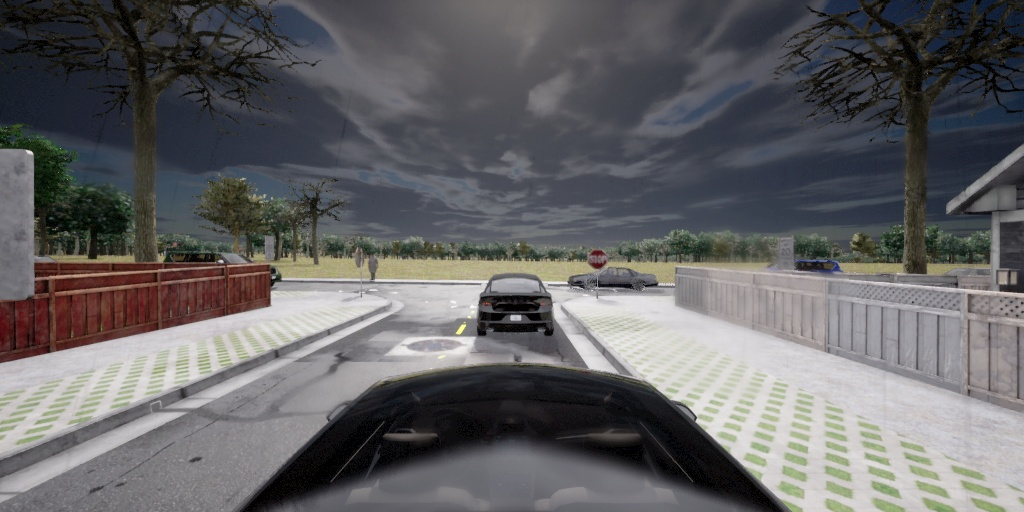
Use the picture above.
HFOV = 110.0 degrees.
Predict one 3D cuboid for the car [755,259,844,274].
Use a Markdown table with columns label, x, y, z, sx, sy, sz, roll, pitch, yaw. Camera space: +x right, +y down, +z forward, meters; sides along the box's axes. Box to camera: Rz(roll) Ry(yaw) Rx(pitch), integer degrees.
| label | x | y | z | sx | sy | sz | roll | pitch | yaw |
| --- | --- | --- | --- | --- | --- | --- | --- | --- | --- |
| car | 17.568 | 1.231 | 22.493 | 5.566 | 2.045 | 2.150 | 1 | 0 | -1 |

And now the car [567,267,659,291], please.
| label | x | y | z | sx | sy | sz | roll | pitch | yaw |
| --- | --- | --- | --- | --- | --- | --- | --- | --- | --- |
| car | 6.223 | 1.395 | 22.372 | 5.357 | 1.411 | 2.033 | 1 | 0 | -1 |

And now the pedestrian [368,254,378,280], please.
| label | x | y | z | sx | sy | sz | roll | pitch | yaw |
| --- | --- | --- | --- | --- | --- | --- | --- | --- | --- |
| pedestrian | -9.750 | 0.748 | 25.152 | 0.375 | 1.860 | 0.375 | 0 | -1 | -1 |

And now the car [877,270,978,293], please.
| label | x | y | z | sx | sy | sz | roll | pitch | yaw |
| --- | --- | --- | --- | --- | --- | --- | --- | --- | --- |
| car | 21.345 | 1.620 | 19.577 | 5.357 | 1.411 | 2.033 | 1 | 0 | -1 |

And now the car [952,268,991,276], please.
| label | x | y | z | sx | sy | sz | roll | pitch | yaw |
| --- | --- | --- | --- | --- | --- | --- | --- | --- | --- |
| car | 28.796 | 1.516 | 22.584 | 4.553 | 1.767 | 2.097 | 1 | 0 | -1 |

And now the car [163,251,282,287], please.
| label | x | y | z | sx | sy | sz | roll | pitch | yaw |
| --- | --- | --- | --- | --- | --- | --- | --- | --- | --- |
| car | -15.559 | 0.764 | 19.239 | 5.566 | 2.045 | 2.150 | 1 | 0 | 0 |

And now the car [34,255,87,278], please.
| label | x | y | z | sx | sy | sz | roll | pitch | yaw |
| --- | --- | --- | --- | --- | --- | --- | --- | --- | --- |
| car | -25.755 | 0.736 | 19.155 | 4.553 | 1.767 | 2.097 | 1 | 0 | -1 |

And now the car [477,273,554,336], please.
| label | x | y | z | sx | sy | sz | roll | pitch | yaw |
| --- | --- | --- | --- | --- | --- | --- | --- | --- | --- |
| car | 0.080 | 1.226 | 10.463 | 1.882 | 1.535 | 5.008 | 0 | 0 | 0 |
